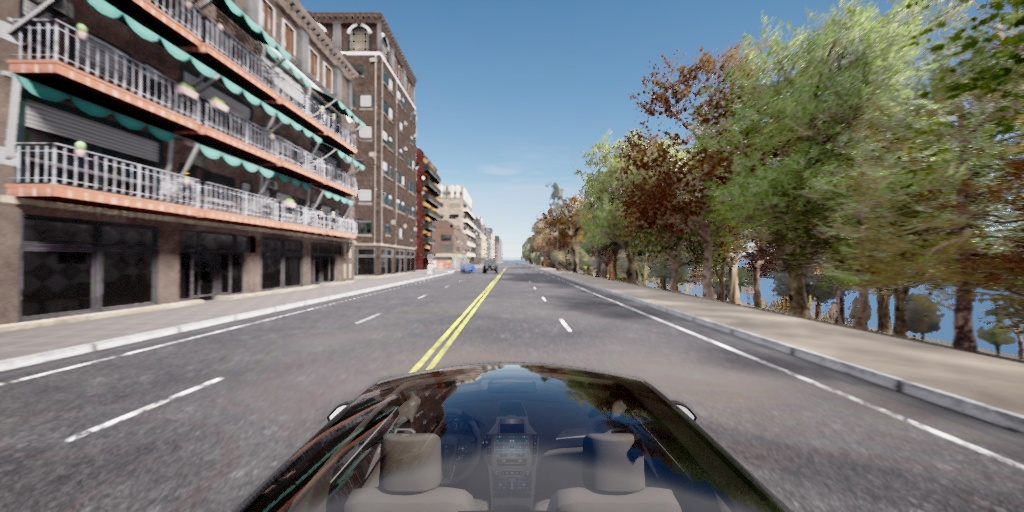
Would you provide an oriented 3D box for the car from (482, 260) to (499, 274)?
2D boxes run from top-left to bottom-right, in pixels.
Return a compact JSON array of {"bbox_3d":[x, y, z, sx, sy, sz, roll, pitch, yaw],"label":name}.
[{"bbox_3d":[-3.245,1.602,54.848,2.150,2.045,5.566,0,-1,0],"label":"car"}]

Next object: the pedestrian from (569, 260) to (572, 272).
[{"bbox_3d":[9.023,1.520,55.324,0.375,1.860,0.375,0,-1,0],"label":"pedestrian"}]

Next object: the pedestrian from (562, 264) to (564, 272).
[{"bbox_3d":[8.023,1.534,56.524,0.375,1.860,0.375,0,-1,0],"label":"pedestrian"}]

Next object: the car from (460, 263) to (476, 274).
[{"bbox_3d":[-6.511,1.830,53.156,1.882,1.535,5.008,0,-1,0],"label":"car"}]

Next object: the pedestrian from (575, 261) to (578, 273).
[{"bbox_3d":[10.023,1.716,55.921,0.375,1.860,0.375,0,-1,0],"label":"pedestrian"}]
